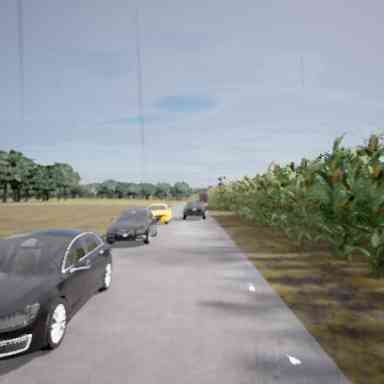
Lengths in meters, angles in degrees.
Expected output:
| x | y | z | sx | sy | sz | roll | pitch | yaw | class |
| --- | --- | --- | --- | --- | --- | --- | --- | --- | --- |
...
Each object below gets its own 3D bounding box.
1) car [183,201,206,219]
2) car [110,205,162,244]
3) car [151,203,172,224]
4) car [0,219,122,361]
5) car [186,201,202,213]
| x | y | z | sx | sy | sz | roll | pitch | yaw | class |
| --- | --- | --- | --- | --- | --- | --- | --- | --- | --- |
| 0.227 | 1.614 | 31.781 | 2.097 | 1.767 | 4.553 | 0 | -1 | 1 | car |
| -2.768 | 1.586 | 16.265 | 1.837 | 1.490 | 4.892 | 0 | 0 | 0 | car |
| -2.676 | 1.663 | 26.475 | 1.882 | 1.535 | 5.008 | 0 | -1 | 1 | car |
| -2.827 | 1.521 | 6.306 | 1.837 | 1.490 | 4.892 | 0 | 0 | 0 | car |
| 0.294 | 2.019 | 45.777 | 2.033 | 1.411 | 5.357 | 0 | -1 | 1 | car |
